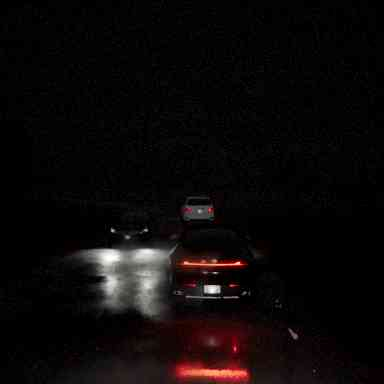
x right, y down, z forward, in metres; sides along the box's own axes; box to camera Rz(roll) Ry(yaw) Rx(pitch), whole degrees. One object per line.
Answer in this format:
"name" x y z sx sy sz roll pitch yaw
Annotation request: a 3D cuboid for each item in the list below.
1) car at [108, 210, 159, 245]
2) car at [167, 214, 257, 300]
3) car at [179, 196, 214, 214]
"car" -2.626 1.591 15.920 1.812 1.442 4.674 0 0 0
"car" 0.470 1.531 8.466 1.837 1.490 4.892 0 0 2
"car" 0.309 1.336 24.479 2.150 2.045 5.566 0 0 -4
